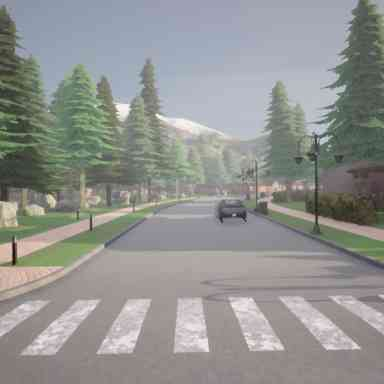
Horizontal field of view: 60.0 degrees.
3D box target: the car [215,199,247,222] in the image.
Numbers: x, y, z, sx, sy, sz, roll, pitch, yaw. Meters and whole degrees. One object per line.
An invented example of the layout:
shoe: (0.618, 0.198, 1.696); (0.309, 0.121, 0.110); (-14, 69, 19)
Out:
car: (2.753, 1.277, 24.215); (2.128, 1.511, 4.902); (-1, 1, -1)
